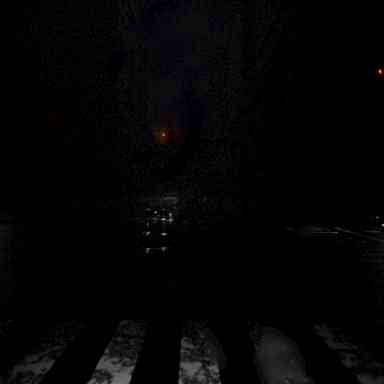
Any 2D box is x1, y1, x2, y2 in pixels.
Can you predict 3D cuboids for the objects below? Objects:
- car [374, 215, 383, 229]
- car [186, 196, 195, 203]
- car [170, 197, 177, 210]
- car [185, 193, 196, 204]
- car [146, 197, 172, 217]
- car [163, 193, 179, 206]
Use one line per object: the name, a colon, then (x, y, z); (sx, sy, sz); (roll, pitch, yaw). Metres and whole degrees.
car: (13.487, 1.653, 19.654); (4.718, 1.301, 1.895); (0, 1, 0)
car: (-0.242, 1.584, 73.075); (1.895, 1.301, 4.718); (0, 0, 0)
car: (-3.261, 1.592, 41.610); (1.895, 1.301, 4.718); (0, 0, 0)
car: (-0.121, 1.480, 62.628); (2.128, 1.511, 4.902); (0, 0, 0)
car: (-3.221, 1.519, 31.650); (1.812, 1.442, 4.674); (0, 0, -1)
car: (-3.286, 1.211, 52.200); (2.150, 2.045, 5.566); (0, 0, 0)
